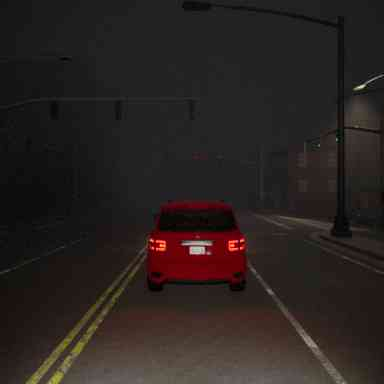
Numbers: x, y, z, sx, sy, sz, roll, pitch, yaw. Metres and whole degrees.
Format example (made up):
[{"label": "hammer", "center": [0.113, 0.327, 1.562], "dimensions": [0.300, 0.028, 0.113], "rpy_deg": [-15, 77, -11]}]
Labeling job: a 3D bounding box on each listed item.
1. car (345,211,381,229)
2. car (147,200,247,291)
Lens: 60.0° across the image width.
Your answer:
[{"label": "car", "center": [15.426, 2.488, 29.717], "dimensions": [4.902, 1.511, 2.128], "rpy_deg": [8, 0, 0]}, {"label": "car", "center": [0.098, 1.221, 9.118], "dimensions": [2.150, 2.045, 5.566], "rpy_deg": [0, 0, 0]}]
